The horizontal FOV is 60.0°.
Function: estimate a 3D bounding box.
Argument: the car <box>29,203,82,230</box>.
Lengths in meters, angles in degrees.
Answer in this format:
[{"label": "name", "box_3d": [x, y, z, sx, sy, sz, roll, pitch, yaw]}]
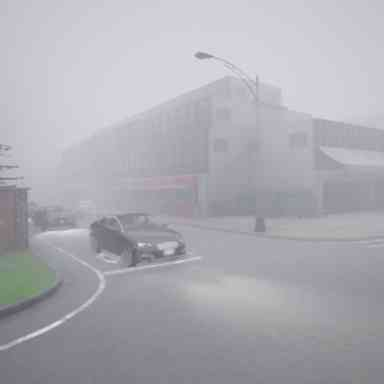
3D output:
[{"label": "car", "box_3d": [-8.823, 1.578, 21.326, 1.994, 1.385, 4.181, -2, 1, -35]}]

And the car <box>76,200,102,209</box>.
[{"label": "car", "box_3d": [-9.030, 1.443, 28.082, 1.812, 1.442, 4.674, -2, 1, -34]}]

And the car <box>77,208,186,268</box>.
[{"label": "car", "box_3d": [-2.080, 1.490, 11.645, 2.128, 1.511, 4.902, -2, 1, -35]}]
